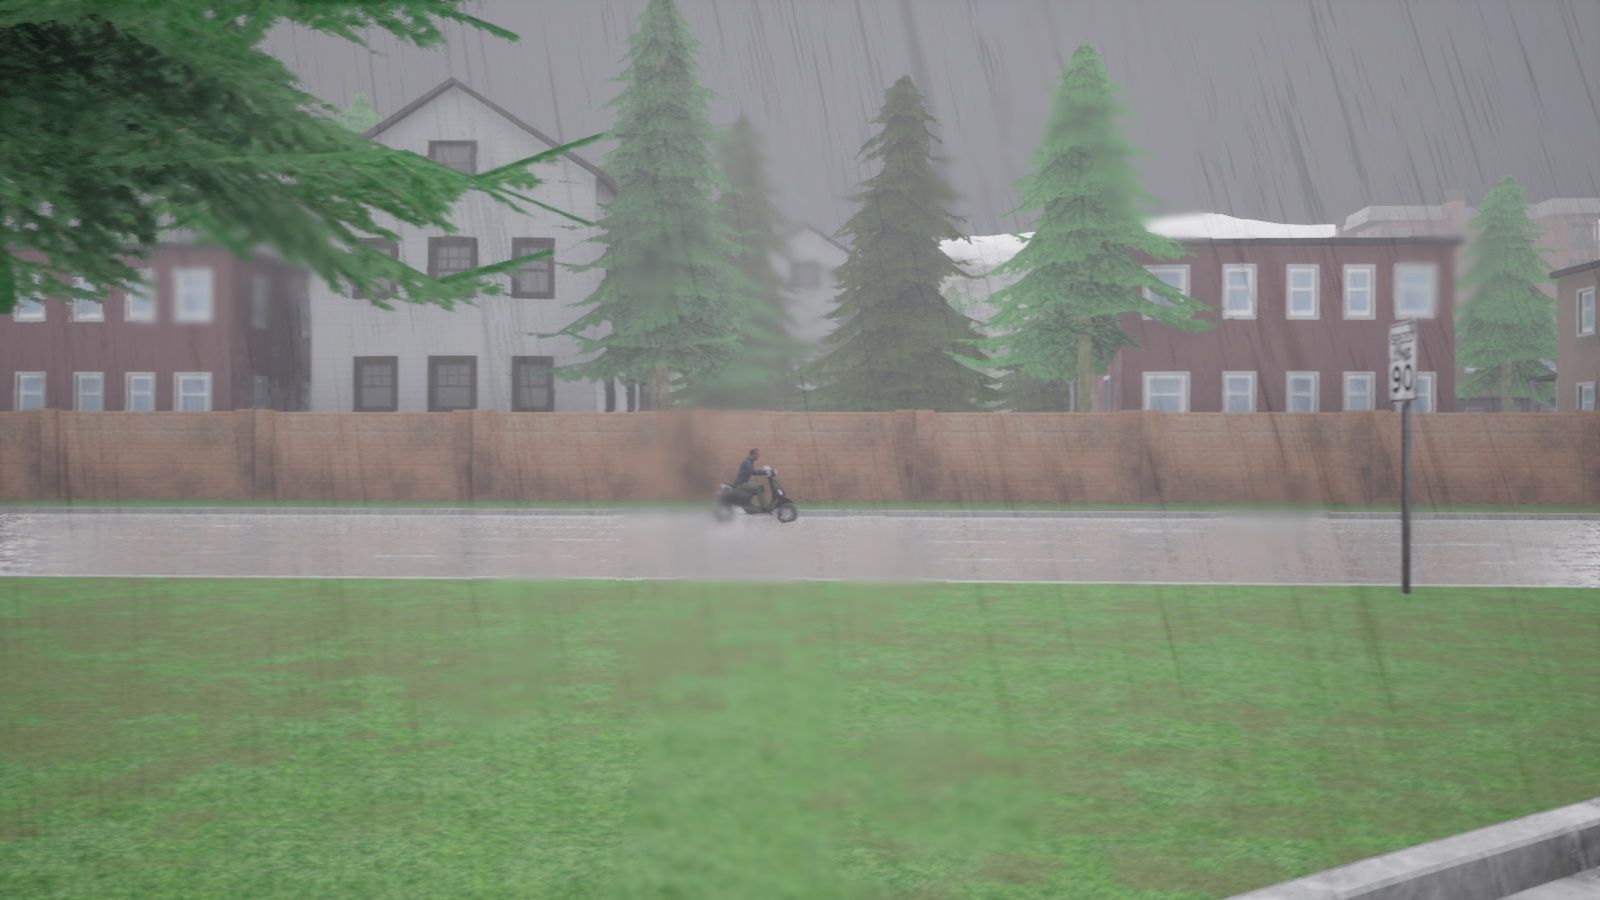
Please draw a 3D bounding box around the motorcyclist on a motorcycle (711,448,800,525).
[{"bbox_3d":[-0.927,0.761,26.490,1.817,1.590,0.866,0,0,3],"label":"motorcyclist on a motorcycle"}]
